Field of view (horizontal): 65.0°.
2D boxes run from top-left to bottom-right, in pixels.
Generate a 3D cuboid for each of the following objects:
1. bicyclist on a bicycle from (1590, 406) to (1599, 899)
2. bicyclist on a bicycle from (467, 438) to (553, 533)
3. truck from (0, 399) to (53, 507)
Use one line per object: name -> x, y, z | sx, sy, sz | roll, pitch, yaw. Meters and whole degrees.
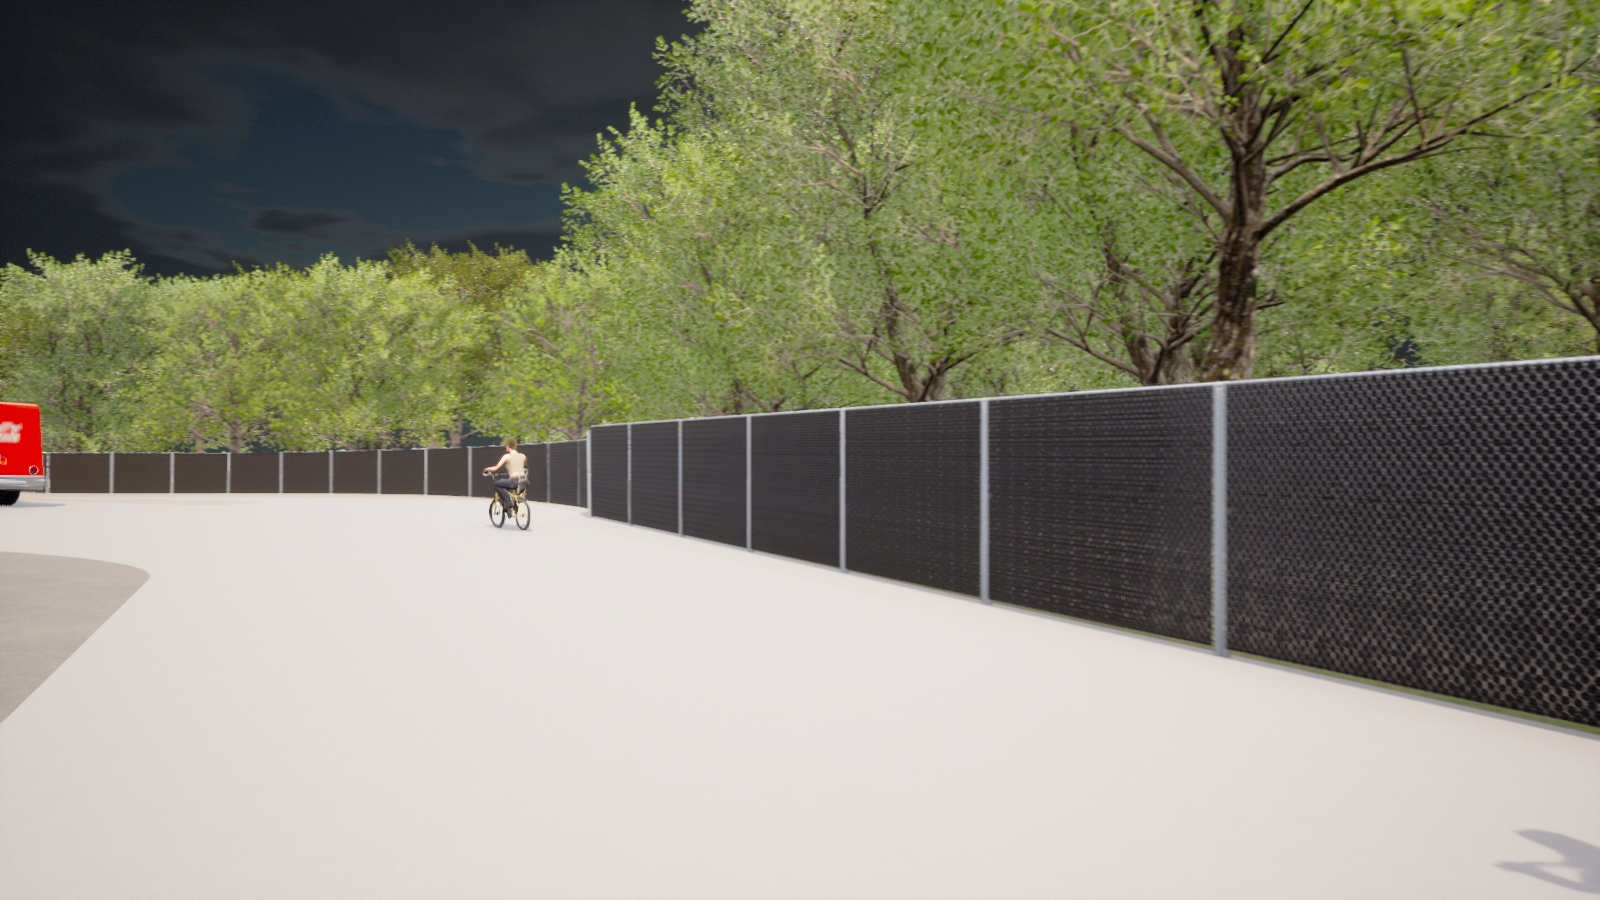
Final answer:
bicyclist on a bicycle -> 3.148, 0.667, 3.404 | 0.866, 1.612, 1.509 | 0, 0, -16
bicyclist on a bicycle -> -5.132, 0.602, 22.210 | 0.866, 1.612, 1.509 | -1, 1, -40
truck -> -20.739, 0.038, 29.838 | 5.204, 2.467, 2.627 | 1, -1, 26
